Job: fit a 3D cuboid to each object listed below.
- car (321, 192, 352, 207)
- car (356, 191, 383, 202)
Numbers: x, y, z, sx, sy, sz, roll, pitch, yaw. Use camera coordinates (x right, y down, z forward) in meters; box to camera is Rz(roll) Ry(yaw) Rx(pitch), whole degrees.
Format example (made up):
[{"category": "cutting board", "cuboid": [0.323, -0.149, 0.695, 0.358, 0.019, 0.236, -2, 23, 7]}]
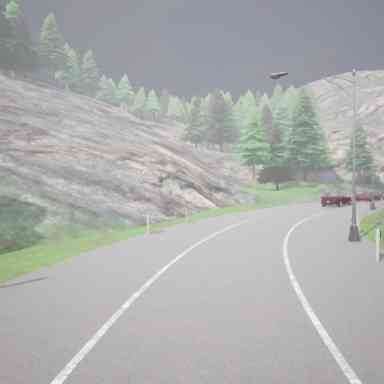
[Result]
[{"category": "car", "cuboid": [15.915, 0.784, 36.542, 1.882, 1.535, 5.008, 0, 2, 44]}, {"category": "car", "cuboid": [23.173, 0.503, 43.309, 4.181, 1.385, 1.994, -3, 2, -36]}]
